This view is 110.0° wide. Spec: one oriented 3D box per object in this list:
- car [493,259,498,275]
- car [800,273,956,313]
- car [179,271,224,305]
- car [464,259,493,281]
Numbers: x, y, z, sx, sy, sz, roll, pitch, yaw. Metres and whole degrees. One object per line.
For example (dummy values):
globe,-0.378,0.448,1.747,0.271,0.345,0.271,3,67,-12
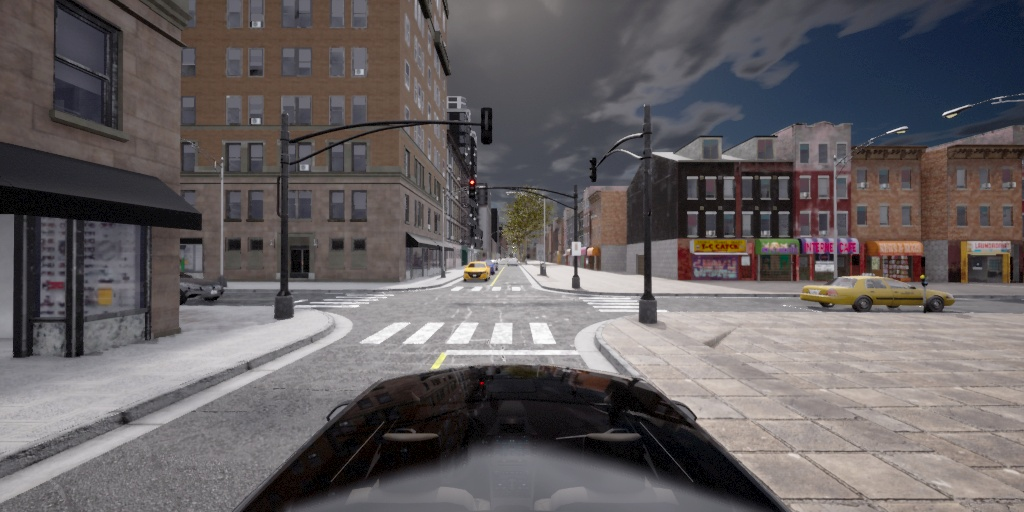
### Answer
car,-2.860,1.209,39.205,1.882,1.535,5.008,0,0,0
car,13.881,1.346,13.711,4.829,1.417,1.751,0,0,0
car,-14.411,1.196,14.537,4.674,1.442,1.812,0,0,0
car,-2.849,1.214,29.800,1.882,1.535,5.008,0,0,0
